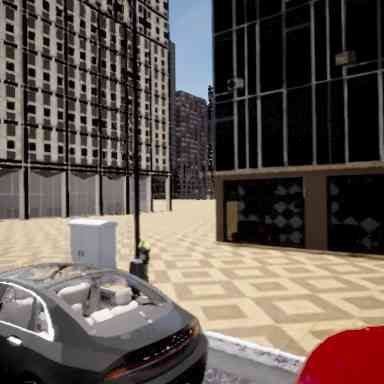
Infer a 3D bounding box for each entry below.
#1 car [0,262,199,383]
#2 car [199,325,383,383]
[{"bbox_3d":[-1.891,1.592,4.220,4.403,1.369,2.008,-1,-1,35],"label":"car"},{"bbox_3d":[2.726,1.292,0.945,5.009,1.841,2.192,-1,-1,35],"label":"car"}]
